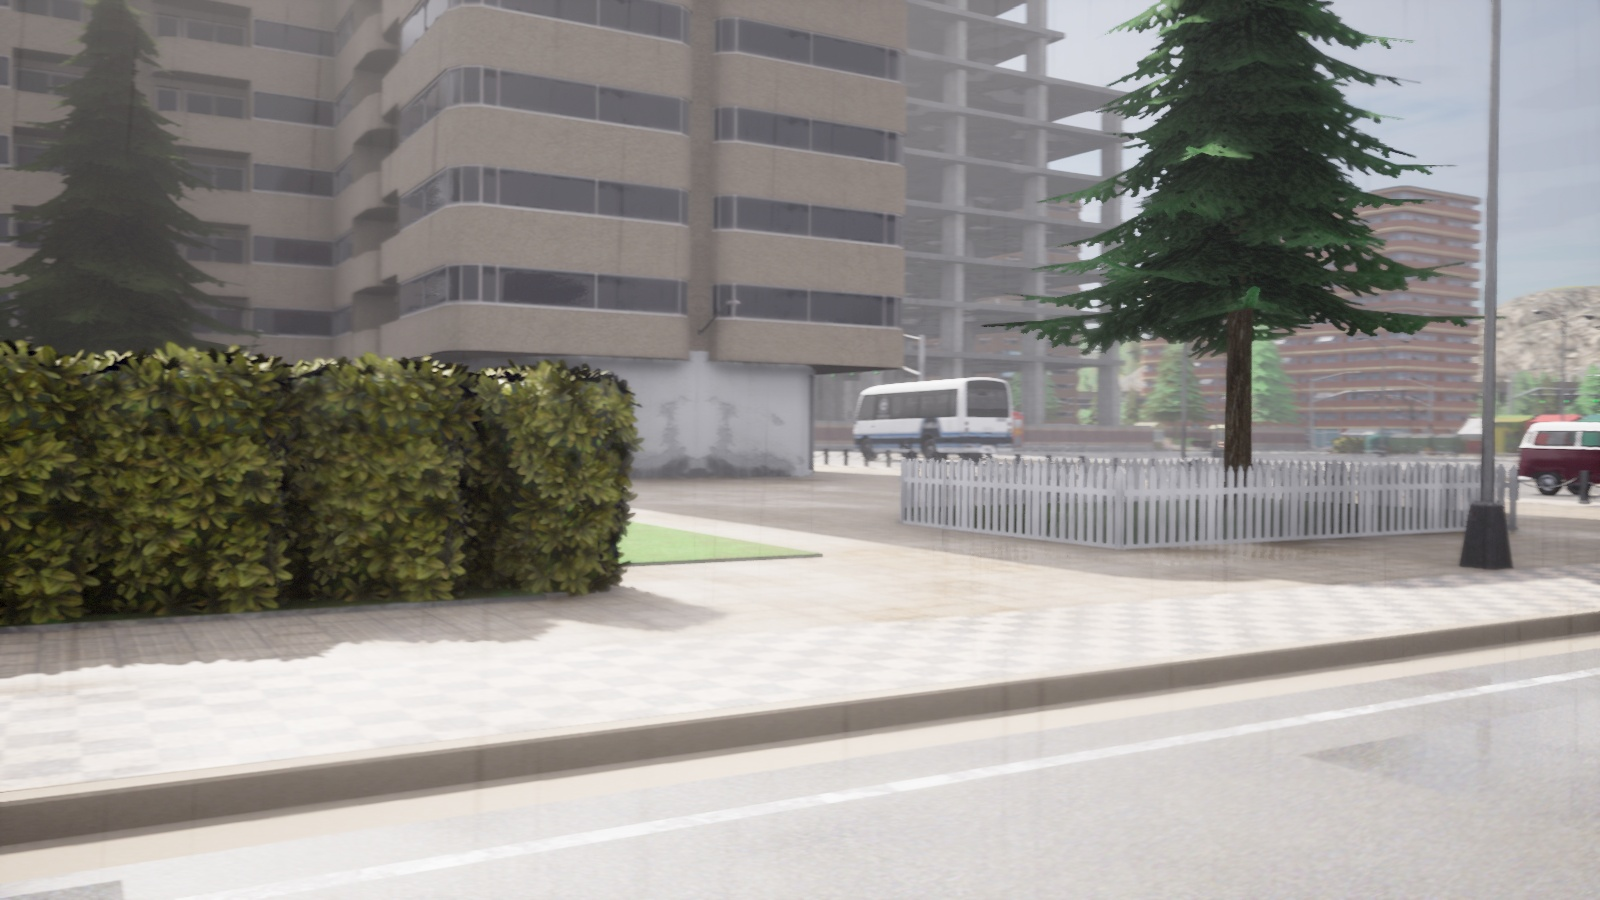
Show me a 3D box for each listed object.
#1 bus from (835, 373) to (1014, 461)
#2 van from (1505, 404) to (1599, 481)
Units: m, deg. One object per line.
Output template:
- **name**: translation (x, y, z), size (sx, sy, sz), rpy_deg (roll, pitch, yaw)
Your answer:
- **bus**: translation (6.339, -1.602, 66.368), size (3.944, 4.253, 10.273), rpy_deg (-1, 0, -31)
- **van**: translation (21.804, -0.214, 33.813), size (2.069, 2.038, 4.480), rpy_deg (-1, 1, -31)
